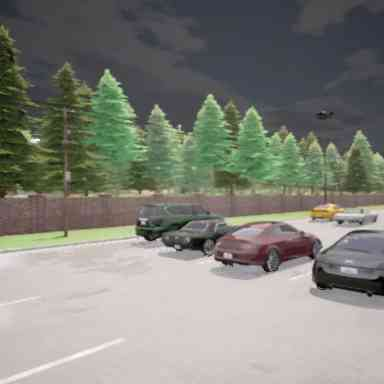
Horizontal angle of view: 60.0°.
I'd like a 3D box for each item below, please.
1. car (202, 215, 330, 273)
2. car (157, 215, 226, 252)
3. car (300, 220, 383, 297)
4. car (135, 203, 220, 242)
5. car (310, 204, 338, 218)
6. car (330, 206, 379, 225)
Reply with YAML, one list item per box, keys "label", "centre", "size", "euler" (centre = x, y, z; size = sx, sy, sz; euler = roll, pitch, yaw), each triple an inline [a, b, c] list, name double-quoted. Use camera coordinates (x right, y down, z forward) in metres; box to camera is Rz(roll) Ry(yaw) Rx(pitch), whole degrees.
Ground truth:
- label: "car"
  centre: [2.703, 1.712, 11.398]
  size: [4.674, 1.442, 1.812]
  euler: [0, -2, -44]
- label: "car"
  centre: [1.036, 1.880, 14.632]
  size: [4.718, 1.301, 1.895]
  euler: [0, -2, -44]
- label: "car"
  centre: [4.819, 1.658, 8.557]
  size: [4.181, 1.385, 1.994]
  euler: [0, -2, -44]
- label: "car"
  centre: [-0.438, 1.594, 18.087]
  size: [5.566, 2.045, 2.150]
  euler: [0, -2, -44]
- label: "car"
  centre: [12.851, 1.871, 30.926]
  size: [5.008, 1.535, 1.882]
  euler: [0, -2, -44]
- label: "car"
  centre: [13.097, 1.899, 26.294]
  size: [4.718, 1.301, 1.895]
  euler: [0, -2, -44]
